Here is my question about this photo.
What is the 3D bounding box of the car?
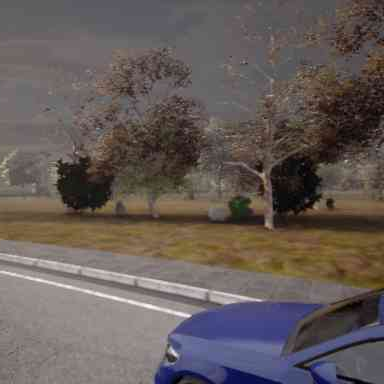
[{"bbox_3d":[1.833,1.517,2.569,4.674,1.442,1.812,0,0,35],"label":"car"}]
